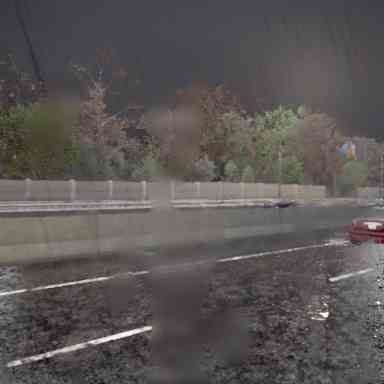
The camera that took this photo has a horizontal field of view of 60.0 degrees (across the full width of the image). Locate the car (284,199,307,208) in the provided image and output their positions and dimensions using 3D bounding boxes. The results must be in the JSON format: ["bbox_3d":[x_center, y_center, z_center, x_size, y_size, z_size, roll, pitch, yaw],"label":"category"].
[{"bbox_3d":[13.876,1.664,39.672,5.357,1.411,2.033,0,0,-35],"label":"car"}]

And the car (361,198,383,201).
[{"bbox_3d":[18.153,1.469,34.123,4.553,1.767,2.097,0,0,-35],"label":"car"}]

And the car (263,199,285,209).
[{"bbox_3d":[11.157,1.591,42.028,5.008,1.535,1.882,0,0,-35],"label":"car"}]

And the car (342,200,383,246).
[{"bbox_3d":[8.840,1.402,14.354,4.553,1.767,2.097,0,0,-35],"label":"car"}]

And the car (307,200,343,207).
[{"bbox_3d":[15.229,1.591,36.337,5.008,1.535,1.882,0,0,-35],"label":"car"}]
